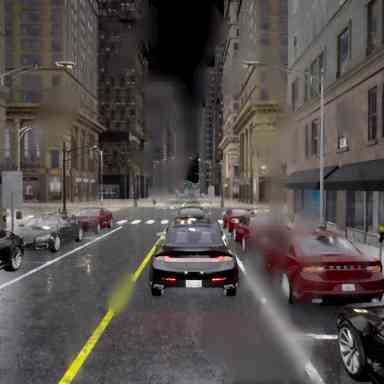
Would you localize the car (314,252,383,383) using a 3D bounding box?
[{"bbox_3d":[2.753,1.565,2.573,1.947,1.339,4.313,-1,0,0],"label":"car"}]

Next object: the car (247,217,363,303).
[{"bbox_3d":[2.750,1.543,8.078,1.887,1.381,4.507,-1,0,0],"label":"car"}]

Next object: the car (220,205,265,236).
[{"bbox_3d":[2.746,1.542,19.089,1.887,1.381,4.507,-1,0,0],"label":"car"}]

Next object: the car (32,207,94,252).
[{"bbox_3d":[-5.777,1.549,13.580,2.008,1.369,4.403,-1,0,0],"label":"car"}]

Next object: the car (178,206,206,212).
[{"bbox_3d":[-0.005,1.502,17.711,1.837,1.490,4.892,0,0,0],"label":"car"}]

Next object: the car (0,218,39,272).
[{"bbox_3d":[-5.774,1.564,8.075,1.947,1.339,4.313,-1,0,0],"label":"car"}]

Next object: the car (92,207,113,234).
[{"bbox_3d":[-5.779,1.542,19.085,1.887,1.381,4.507,-1,0,0],"label":"car"}]

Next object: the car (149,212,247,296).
[{"bbox_3d":[0.050,1.490,8.606,2.128,1.511,4.902,0,0,0],"label":"car"}]

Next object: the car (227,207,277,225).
[{"bbox_3d":[2.748,1.543,13.583,1.887,1.381,4.507,-1,0,0],"label":"car"}]
